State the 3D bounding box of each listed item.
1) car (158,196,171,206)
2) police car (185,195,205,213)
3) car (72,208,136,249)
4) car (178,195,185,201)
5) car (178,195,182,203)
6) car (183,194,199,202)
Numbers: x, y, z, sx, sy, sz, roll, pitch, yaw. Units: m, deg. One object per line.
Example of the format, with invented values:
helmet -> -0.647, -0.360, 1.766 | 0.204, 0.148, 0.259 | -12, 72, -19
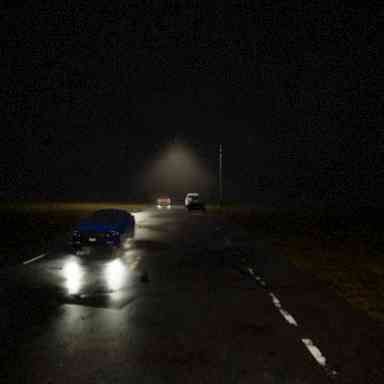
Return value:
car -> -4.790, 1.456, 57.805 | 2.097, 1.767, 4.553 | 0, 0, -2
police car -> 0.476, 1.478, 38.877 | 1.930, 1.638, 5.238 | 0, 0, -2
car -> -3.700, 1.496, 14.765 | 1.882, 1.535, 5.008 | 0, 0, -1
car -> -2.915, 1.590, 89.993 | 1.837, 1.490, 4.892 | 0, 0, -4
car -> -1.963, 1.646, 73.523 | 1.994, 1.385, 4.181 | 0, 0, -3
car -> 0.161, 1.304, 48.819 | 2.150, 2.045, 5.566 | 0, 0, -2
